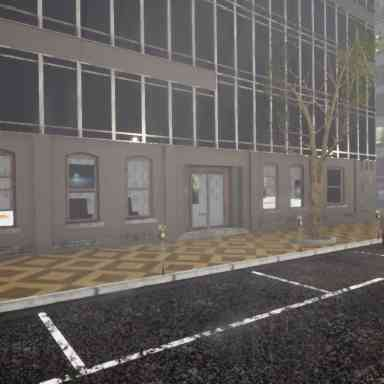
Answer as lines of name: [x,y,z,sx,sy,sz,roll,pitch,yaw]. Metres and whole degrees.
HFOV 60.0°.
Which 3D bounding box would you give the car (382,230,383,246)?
car: [9.345,1.436,13.264,4.097,1.590,1.967,0,-1,-36]
